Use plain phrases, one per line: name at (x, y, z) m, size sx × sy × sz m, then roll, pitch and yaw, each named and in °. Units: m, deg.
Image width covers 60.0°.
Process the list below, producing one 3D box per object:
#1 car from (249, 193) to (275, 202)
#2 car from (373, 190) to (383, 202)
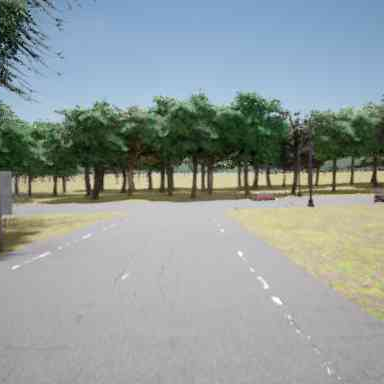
car at (11.591, 0.822, 55.203) m, size 4.181 × 1.385 × 1.994 m, roll -2°, pitch 3°, yaw 0°
car at (28.960, 0.476, 48.165) m, size 4.553 × 1.767 × 2.097 m, roll -2°, pitch 3°, yaw 0°
